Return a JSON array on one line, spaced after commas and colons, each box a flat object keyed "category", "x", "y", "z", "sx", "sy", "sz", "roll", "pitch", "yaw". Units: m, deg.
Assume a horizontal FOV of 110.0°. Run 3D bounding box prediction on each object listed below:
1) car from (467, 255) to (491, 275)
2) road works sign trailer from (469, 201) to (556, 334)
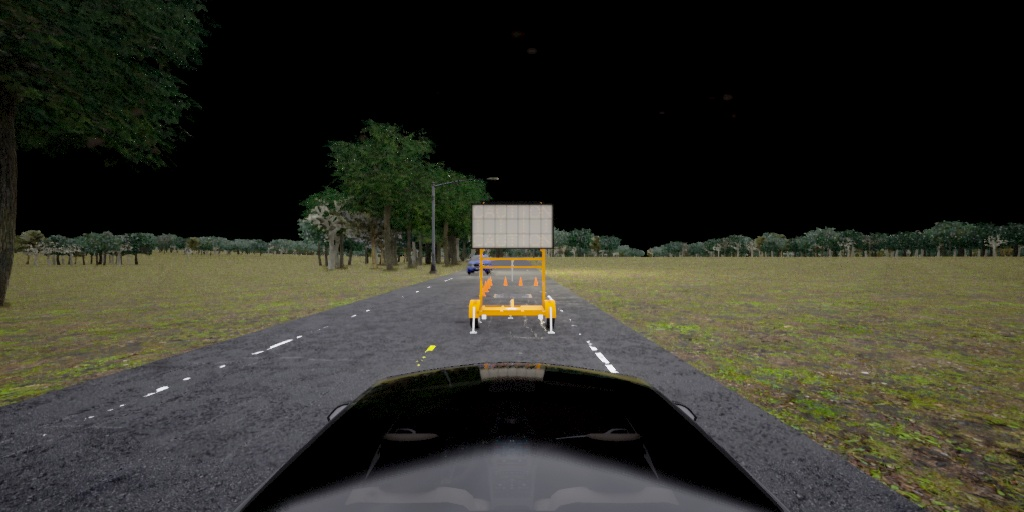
[{"category": "car", "x": -3.336, "y": 0.881, "z": 37.328, "sx": 2.150, "sy": 2.045, "sz": 5.566, "roll": 0, "pitch": 0, "yaw": 0}, {"category": "road works sign trailer", "x": 0.013, "y": 0.200, "z": 10.594, "sx": 2.380, "sy": 3.560, "sz": 2.880, "roll": 0, "pitch": 0, "yaw": 0}]
